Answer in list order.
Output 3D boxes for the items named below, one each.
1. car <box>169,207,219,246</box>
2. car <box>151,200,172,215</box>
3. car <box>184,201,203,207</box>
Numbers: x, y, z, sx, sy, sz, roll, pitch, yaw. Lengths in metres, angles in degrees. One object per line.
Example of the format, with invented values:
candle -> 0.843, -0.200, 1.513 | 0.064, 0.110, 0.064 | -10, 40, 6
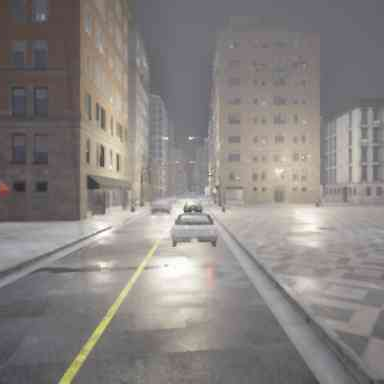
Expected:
car -> 0.102, 1.590, 15.102 | 1.895, 1.301, 4.718 | 0, 0, 0
car -> -3.015, 1.523, 34.109 | 2.033, 1.411, 5.357 | 0, 0, 0
car -> 0.103, 1.576, 33.438 | 1.895, 1.301, 4.718 | 0, 0, 0
